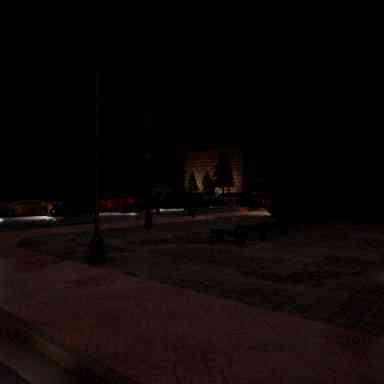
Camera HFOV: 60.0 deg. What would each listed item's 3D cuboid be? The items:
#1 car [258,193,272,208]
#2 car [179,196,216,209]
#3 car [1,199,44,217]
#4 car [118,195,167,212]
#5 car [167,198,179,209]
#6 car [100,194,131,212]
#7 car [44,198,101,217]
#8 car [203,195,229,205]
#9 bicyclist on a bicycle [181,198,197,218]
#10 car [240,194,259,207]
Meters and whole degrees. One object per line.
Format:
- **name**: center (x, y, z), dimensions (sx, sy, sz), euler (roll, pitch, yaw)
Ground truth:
- **car**: center (11.992, 1.352, 48.000), dimensions (2.097, 1.767, 4.553), euler (0, 0, 41)
- **car**: center (0.845, 1.601, 45.841), dimensions (1.895, 1.301, 4.718), euler (0, 0, 40)
- **car**: center (-15.880, 1.478, 31.467), dimensions (1.882, 1.535, 5.008), euler (0, 0, 40)
- **car**: center (-5.563, 1.478, 38.262), dimensions (1.882, 1.535, 5.008), euler (0, 0, 40)
- **car**: center (-2.860, 1.547, 46.891), dimensions (2.033, 1.411, 5.357), euler (0, 0, 40)
- **car**: center (-9.472, 1.221, 39.056), dimensions (2.150, 2.045, 5.566), euler (0, 0, 41)
- **car**: center (-11.227, 1.564, 31.543), dimensions (1.994, 1.385, 4.181), euler (0, 0, 40)
- **car**: center (3.658, 1.564, 54.552), dimensions (1.994, 1.385, 4.181), euler (0, 0, 41)
- **bicyclist on a bicycle**: center (-0.267, 1.301, 26.728), dimensions (1.656, 1.620, 0.582), euler (0, 0, 40)
- **car**: center (9.097, 1.505, 50.002), dimensions (1.837, 1.490, 4.892), euler (0, 0, 41)
